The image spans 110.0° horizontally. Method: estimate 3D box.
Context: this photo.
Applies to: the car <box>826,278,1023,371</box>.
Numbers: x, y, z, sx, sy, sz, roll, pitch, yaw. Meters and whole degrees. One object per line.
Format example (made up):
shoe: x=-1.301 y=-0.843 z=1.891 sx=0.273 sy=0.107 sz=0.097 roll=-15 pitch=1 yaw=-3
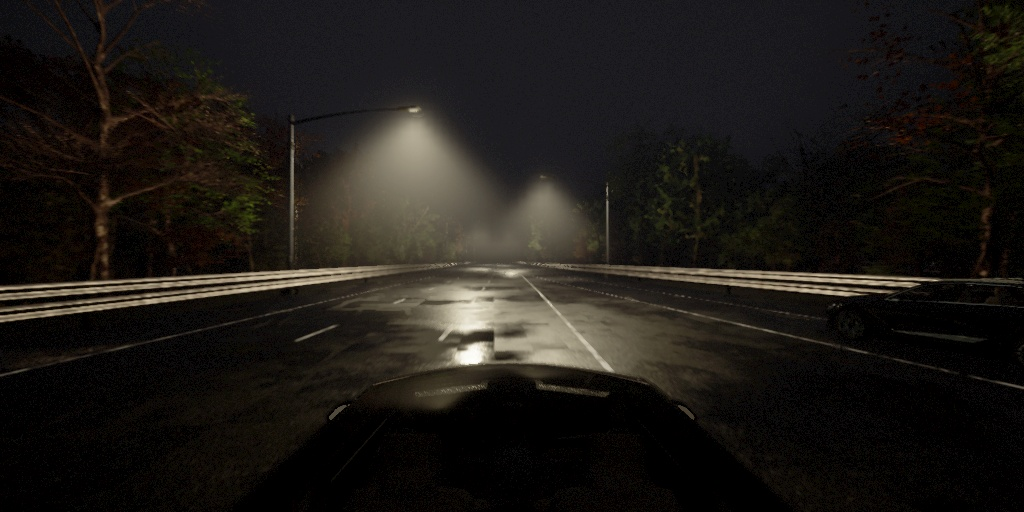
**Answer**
car: x=9.483 y=1.249 z=7.458 sx=2.033 sy=1.649 sz=4.856 roll=0 pitch=0 yaw=-10
